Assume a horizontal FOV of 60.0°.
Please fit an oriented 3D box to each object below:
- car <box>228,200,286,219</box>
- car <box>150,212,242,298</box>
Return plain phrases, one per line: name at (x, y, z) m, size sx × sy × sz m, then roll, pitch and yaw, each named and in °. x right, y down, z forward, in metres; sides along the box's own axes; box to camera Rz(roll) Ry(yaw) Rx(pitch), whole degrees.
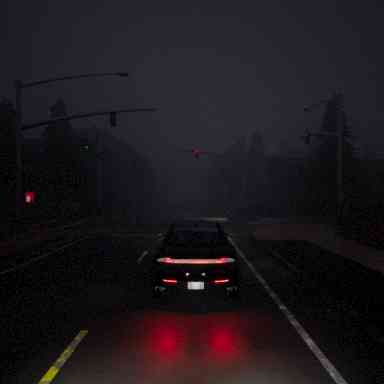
car at (5.466, 1.490, 28.106) m, size 4.892 × 1.490 × 1.837 m, roll 0°, pitch 0°, yaw -4°
car at (0.091, 1.492, 8.487) m, size 2.128 × 1.511 × 4.902 m, roll 0°, pitch 0°, yaw 1°
